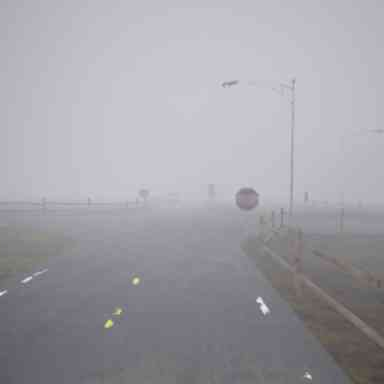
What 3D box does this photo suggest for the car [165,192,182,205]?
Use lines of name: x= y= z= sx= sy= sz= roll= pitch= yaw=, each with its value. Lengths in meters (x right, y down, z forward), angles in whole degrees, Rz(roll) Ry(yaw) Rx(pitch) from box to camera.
car: x=-2.765 y=1.001 z=50.554 sx=2.150 sy=2.045 sz=5.566 roll=0 pitch=2 yaw=0
